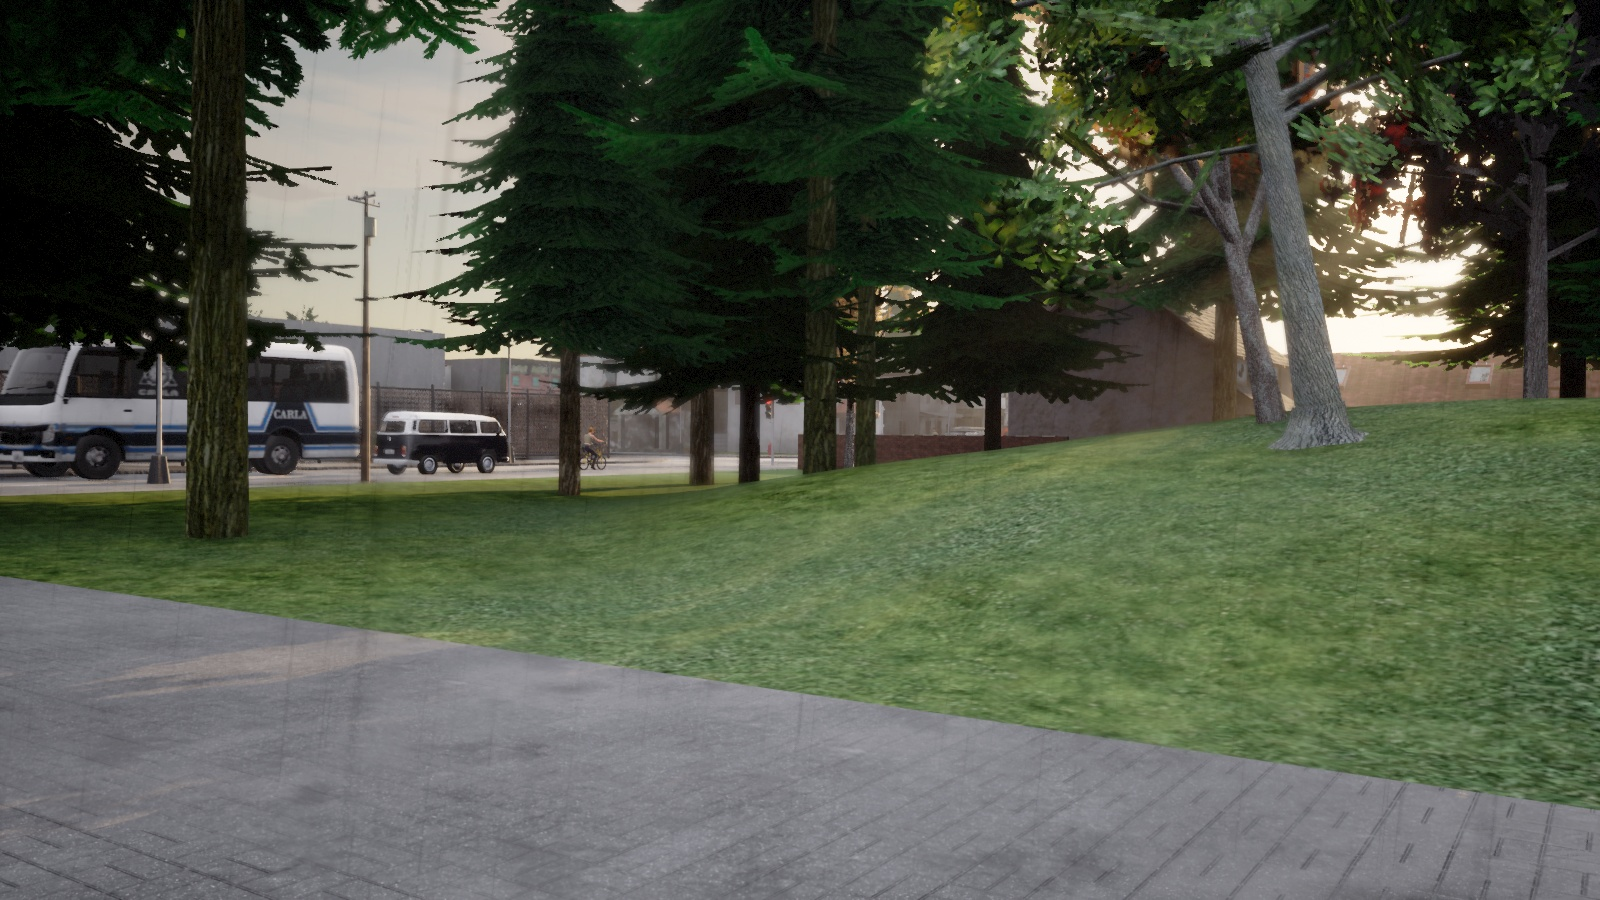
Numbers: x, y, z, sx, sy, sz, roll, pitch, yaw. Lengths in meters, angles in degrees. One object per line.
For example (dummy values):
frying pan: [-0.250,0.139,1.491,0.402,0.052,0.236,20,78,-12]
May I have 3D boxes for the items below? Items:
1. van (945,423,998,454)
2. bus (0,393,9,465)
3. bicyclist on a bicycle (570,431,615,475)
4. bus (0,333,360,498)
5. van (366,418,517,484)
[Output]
van: [11.444,-0.759,83.486,1.775,1.987,4.442,0,1,33]
bus: [-51.309,-1.151,71.100,3.944,4.253,10.273,0,1,37]
bicyclist on a bicycle: [-7.791,0.094,47.229,0.866,1.612,1.509,0,1,33]
bus: [-18.867,-0.990,37.798,3.944,4.253,10.273,0,1,34]
van: [-11.720,-0.003,41.329,2.069,2.038,4.480,0,1,34]
